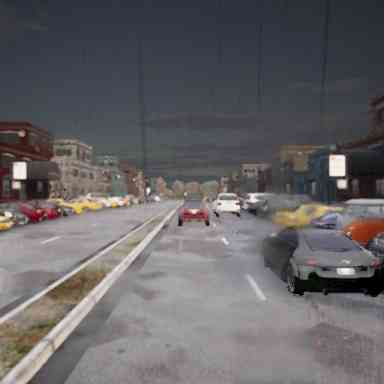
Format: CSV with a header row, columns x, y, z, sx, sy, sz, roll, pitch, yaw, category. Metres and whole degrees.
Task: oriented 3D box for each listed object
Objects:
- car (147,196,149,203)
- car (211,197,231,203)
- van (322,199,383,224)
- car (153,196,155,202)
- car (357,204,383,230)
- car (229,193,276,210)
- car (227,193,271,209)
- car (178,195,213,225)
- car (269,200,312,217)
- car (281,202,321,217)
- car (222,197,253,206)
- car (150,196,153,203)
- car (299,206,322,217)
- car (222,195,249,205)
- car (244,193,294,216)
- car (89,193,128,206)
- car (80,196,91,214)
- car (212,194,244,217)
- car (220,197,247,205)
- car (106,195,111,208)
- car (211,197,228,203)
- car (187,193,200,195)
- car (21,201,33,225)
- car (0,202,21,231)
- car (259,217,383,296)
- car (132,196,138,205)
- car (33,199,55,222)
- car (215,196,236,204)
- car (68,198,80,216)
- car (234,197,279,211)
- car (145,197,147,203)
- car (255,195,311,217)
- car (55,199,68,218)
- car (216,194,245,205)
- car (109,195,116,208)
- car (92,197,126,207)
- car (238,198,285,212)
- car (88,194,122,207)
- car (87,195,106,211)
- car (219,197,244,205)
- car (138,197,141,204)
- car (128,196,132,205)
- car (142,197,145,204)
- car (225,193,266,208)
x,y,z,sx,sy,sz,roll,pitch,yaw,category
-12.655,1.849,73.525,4.892,1.521,2.231,0,-1,0,car
7.940,2.184,92.319,5.366,1.575,1.946,0,-1,0,car
7.539,1.262,12.373,4.442,1.987,1.878,0,0,0,van
-12.624,2.086,84.638,4.674,1.452,2.002,0,-1,0,car
7.683,1.364,9.615,4.553,1.767,2.185,0,0,0,car
7.665,1.187,42.702,5.566,2.045,2.435,0,0,0,car
7.668,1.200,45.455,5.566,2.045,2.435,0,0,0,car
0.129,1.337,23.790,2.097,1.767,4.553,0,0,0,car
7.851,1.471,20.648,5.366,1.575,1.946,0,0,0,car
7.848,1.478,17.888,5.366,1.575,1.946,0,0,0,car
7.705,1.574,56.474,5.008,1.535,2.097,0,-1,0,car
-12.638,1.947,79.207,5.008,1.535,2.097,0,-1,0,car
7.656,1.525,15.132,4.674,1.452,2.002,0,0,0,car
7.745,1.491,59.234,4.553,1.767,2.185,0,-1,0,car
7.714,1.306,34.434,4.553,1.767,2.185,0,0,0,car
-12.712,1.214,48.527,5.566,2.045,2.435,0,0,0,car
-12.798,1.432,31.987,5.008,1.535,2.097,0,0,0,car
3.139,1.184,31.104,2.150,2.045,5.566,0,0,0,car
7.746,1.688,61.988,4.792,1.488,2.163,0,-1,0,car
-12.769,1.459,40.314,4.674,1.452,2.002,0,0,0,car
7.781,2.272,95.074,4.792,1.488,2.163,0,-1,0,car
0.150,1.171,41.258,2.150,2.045,5.566,0,-1,0,car
-12.860,1.346,20.745,4.553,1.767,2.185,0,0,0,car
-12.652,1.476,18.089,5.366,1.575,1.946,0,0,0,car
3.110,1.573,8.730,1.994,1.385,4.181,0,0,0,car
-12.711,1.621,59.756,4.892,1.521,2.231,0,-1,0,car
-12.814,1.463,23.524,5.008,1.535,2.097,0,0,0,car
7.703,1.756,75.775,4.553,1.767,2.185,0,-1,0,car
-12.808,1.444,29.083,4.892,1.521,2.231,0,0,0,car
7.684,1.428,39.944,5.008,1.535,2.097,0,0,0,car
-12.676,1.800,70.746,5.008,1.535,2.097,0,-1,0,car
7.641,1.333,26.164,4.553,1.767,2.185,0,0,0,car
-12.840,1.482,26.304,4.792,1.488,2.163,0,0,0,car
7.752,1.494,67.507,5.566,2.045,2.435,0,-1,0,car
-12.756,1.467,42.972,4.674,1.452,2.002,0,0,0,car
-12.730,1.536,51.298,4.674,1.452,2.002,0,-1,0,car
7.715,1.459,37.192,4.792,1.488,2.163,0,0,0,car
-12.935,1.440,45.746,5.366,1.575,1.946,0,0,0,car
-12.961,1.415,37.544,5.366,1.575,1.946,0,0,0,car
7.718,1.741,64.745,4.674,1.452,2.002,0,-1,0,car
-12.882,1.662,62.536,5.366,1.575,1.946,0,-1,0,car
-12.692,1.407,54.078,4.553,1.767,2.185,0,-1,0,car
-12.650,1.783,67.967,4.792,1.488,2.163,0,-1,0,car
7.672,1.223,48.213,5.566,2.045,2.435,0,0,0,car
